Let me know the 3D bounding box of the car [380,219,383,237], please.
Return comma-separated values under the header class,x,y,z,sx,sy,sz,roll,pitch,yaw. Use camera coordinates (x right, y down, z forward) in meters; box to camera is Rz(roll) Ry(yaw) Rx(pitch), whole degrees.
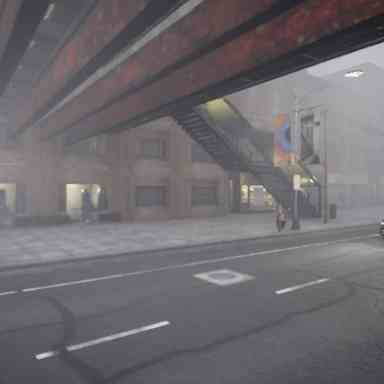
class,x,y,z,sx,sy,sz,roll,pitch,yaw
car,11.136,1.487,16.425,4.902,1.511,2.128,0,0,-36
